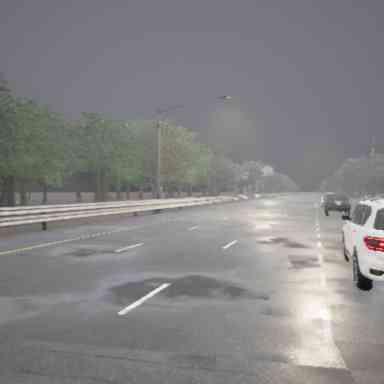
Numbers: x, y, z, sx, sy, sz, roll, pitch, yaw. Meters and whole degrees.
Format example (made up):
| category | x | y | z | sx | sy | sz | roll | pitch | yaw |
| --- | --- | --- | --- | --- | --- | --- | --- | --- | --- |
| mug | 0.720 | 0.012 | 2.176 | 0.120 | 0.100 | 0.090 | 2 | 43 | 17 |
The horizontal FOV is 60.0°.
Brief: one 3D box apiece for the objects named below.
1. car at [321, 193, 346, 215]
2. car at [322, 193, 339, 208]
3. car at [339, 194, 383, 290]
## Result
| category | x | y | z | sx | sy | sz | roll | pitch | yaw |
| --- | --- | --- | --- | --- | --- | --- | --- | --- | --- |
| car | 13.886 | 1.145 | 31.906 | 2.150 | 2.045 | 5.566 | 0 | 0 | 20 |
| car | 19.503 | 1.124 | 46.958 | 2.150 | 2.045 | 5.566 | 0 | 0 | 22 |
| car | 5.330 | 1.206 | 8.785 | 2.150 | 2.045 | 5.566 | 0 | 0 | 20 |
